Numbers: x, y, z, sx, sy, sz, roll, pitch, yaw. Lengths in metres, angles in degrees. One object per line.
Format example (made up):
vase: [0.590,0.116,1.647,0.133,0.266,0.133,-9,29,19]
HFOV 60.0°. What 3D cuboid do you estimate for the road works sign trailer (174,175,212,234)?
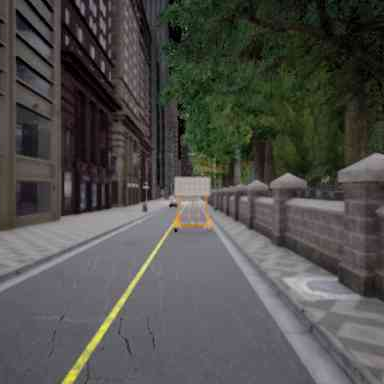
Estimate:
road works sign trailer: [0.034,0.722,21.135,2.380,3.560,2.880,0,-1,-1]

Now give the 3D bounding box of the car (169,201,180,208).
car: [-3.053,2.194,58.378,1.895,1.301,4.718,0,0,1]
